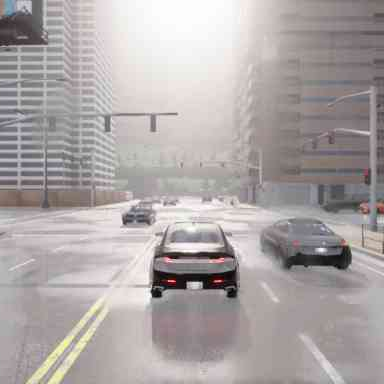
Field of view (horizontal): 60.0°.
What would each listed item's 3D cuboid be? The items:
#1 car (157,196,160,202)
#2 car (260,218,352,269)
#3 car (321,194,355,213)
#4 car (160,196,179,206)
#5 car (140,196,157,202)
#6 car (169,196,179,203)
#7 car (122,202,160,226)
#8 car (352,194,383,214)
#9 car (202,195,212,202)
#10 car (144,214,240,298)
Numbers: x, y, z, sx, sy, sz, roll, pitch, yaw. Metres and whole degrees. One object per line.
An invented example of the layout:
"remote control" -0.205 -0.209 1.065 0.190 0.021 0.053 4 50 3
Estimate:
"car" -7.137 1.526 64.716 1.812 1.442 4.674 0 0 1
"car" 3.563 1.564 11.149 1.994 1.385 4.181 0 0 0
"car" 17.143 1.221 36.556 5.566 2.045 2.150 0 0 0
"car" -3.671 1.491 55.126 2.128 1.511 4.902 0 0 0
"car" -7.175 1.526 53.332 1.812 1.442 4.674 0 0 1
"car" -3.616 1.505 68.051 1.837 1.490 4.892 0 0 0
"car" -3.635 1.601 23.470 1.895 1.301 4.718 0 0 0
"car" 18.968 1.352 33.036 4.553 1.767 2.097 0 0 0
"car" 3.388 1.355 75.715 2.097 1.767 4.553 0 0 0
"car" 0.052 1.492 8.497 2.128 1.511 4.902 0 0 0
